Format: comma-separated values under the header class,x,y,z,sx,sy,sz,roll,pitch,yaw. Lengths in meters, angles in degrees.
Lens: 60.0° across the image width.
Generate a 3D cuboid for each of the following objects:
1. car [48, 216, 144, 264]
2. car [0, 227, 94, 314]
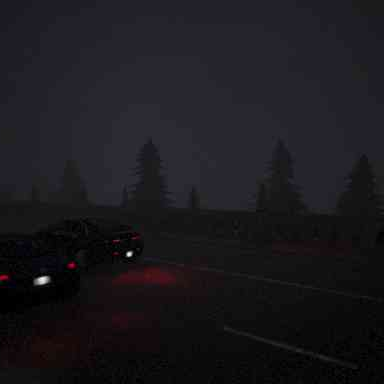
class,x,y,z,sx,sy,sz,roll,pitch,yaw
car,-3.770,1.564,11.284,4.892,1.490,1.837,0,-1,37
car,-4.331,1.581,7.305,4.181,1.385,1.994,0,-1,37
